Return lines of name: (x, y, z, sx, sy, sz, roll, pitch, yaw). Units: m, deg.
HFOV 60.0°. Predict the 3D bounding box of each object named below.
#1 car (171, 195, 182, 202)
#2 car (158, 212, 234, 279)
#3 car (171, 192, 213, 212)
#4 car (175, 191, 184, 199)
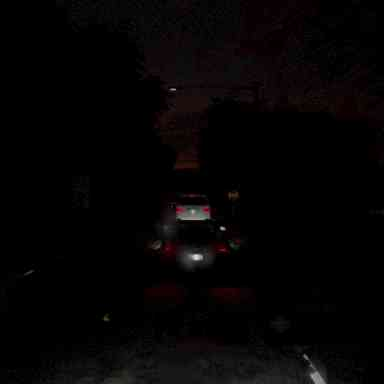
car: (-3.003, 1.269, 64.585, 1.895, 1.301, 4.718, 0, 0, 1)
car: (0.096, 1.538, 10.024, 1.994, 1.385, 4.181, 0, 0, 0)
car: (0.142, 1.154, 21.316, 2.150, 2.045, 5.566, 0, 0, 2)
car: (-2.981, 0.768, 80.484, 2.097, 1.767, 4.553, 0, 1, 0)
